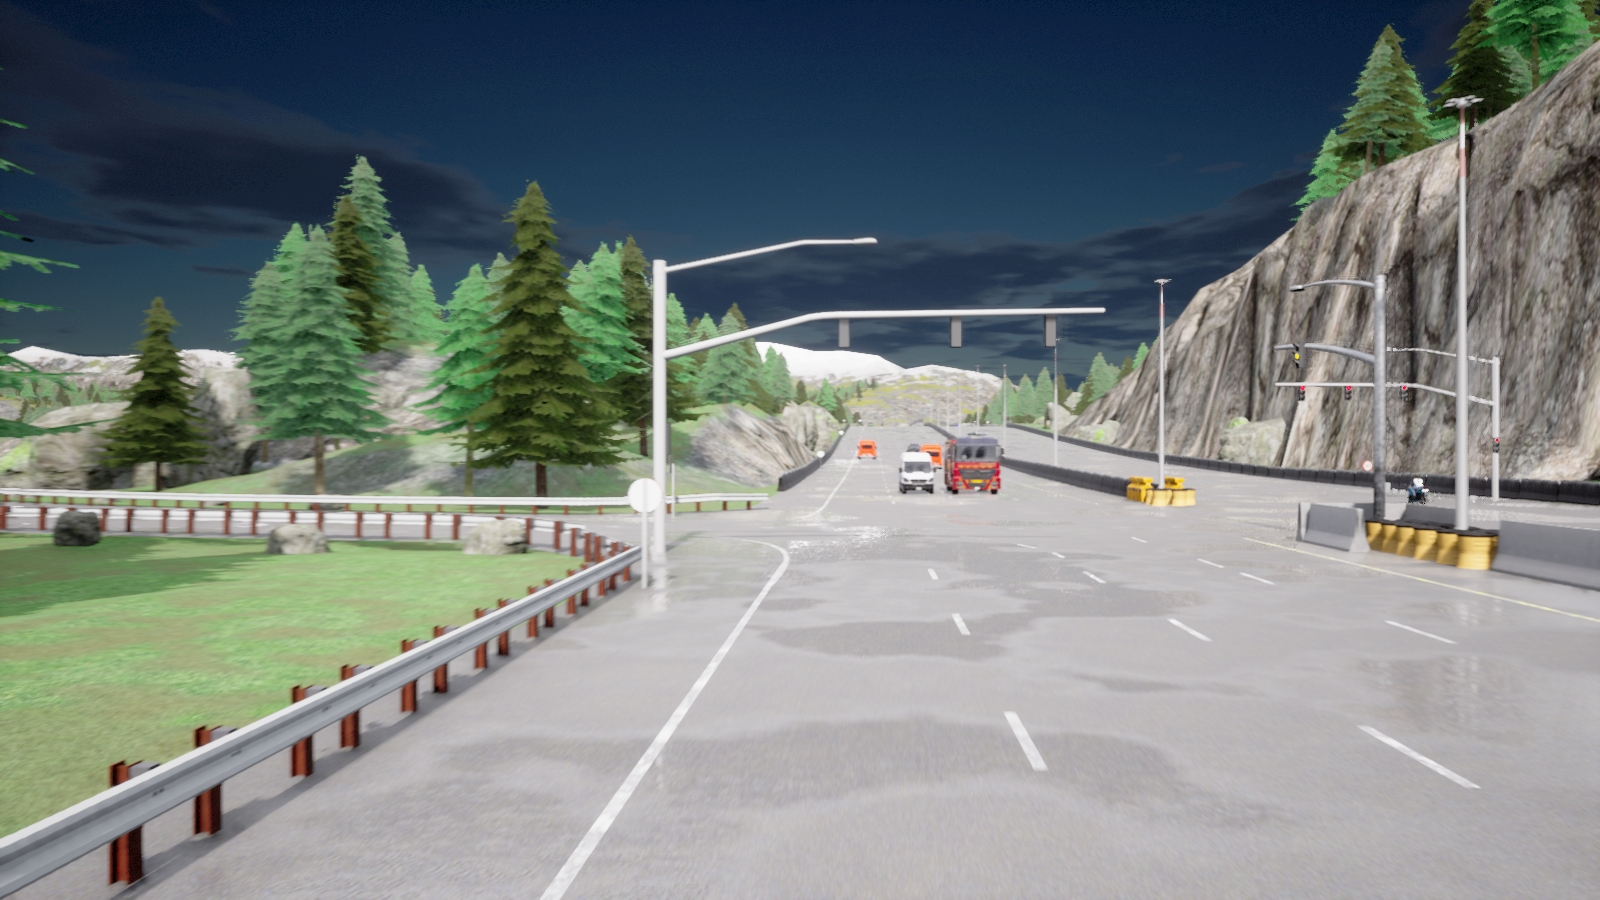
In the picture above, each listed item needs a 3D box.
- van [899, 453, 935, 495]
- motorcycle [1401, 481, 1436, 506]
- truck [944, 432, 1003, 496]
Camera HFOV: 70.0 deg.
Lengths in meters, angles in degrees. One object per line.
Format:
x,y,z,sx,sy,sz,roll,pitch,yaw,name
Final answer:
7.403,1.463,72.778,1.988,2.561,5.915,0,0,2,van
31.203,2.183,57.691,0.803,1.217,2.033,-2,0,6,motorcycle
10.903,0.823,72.479,2.891,3.827,8.468,0,0,3,truck
